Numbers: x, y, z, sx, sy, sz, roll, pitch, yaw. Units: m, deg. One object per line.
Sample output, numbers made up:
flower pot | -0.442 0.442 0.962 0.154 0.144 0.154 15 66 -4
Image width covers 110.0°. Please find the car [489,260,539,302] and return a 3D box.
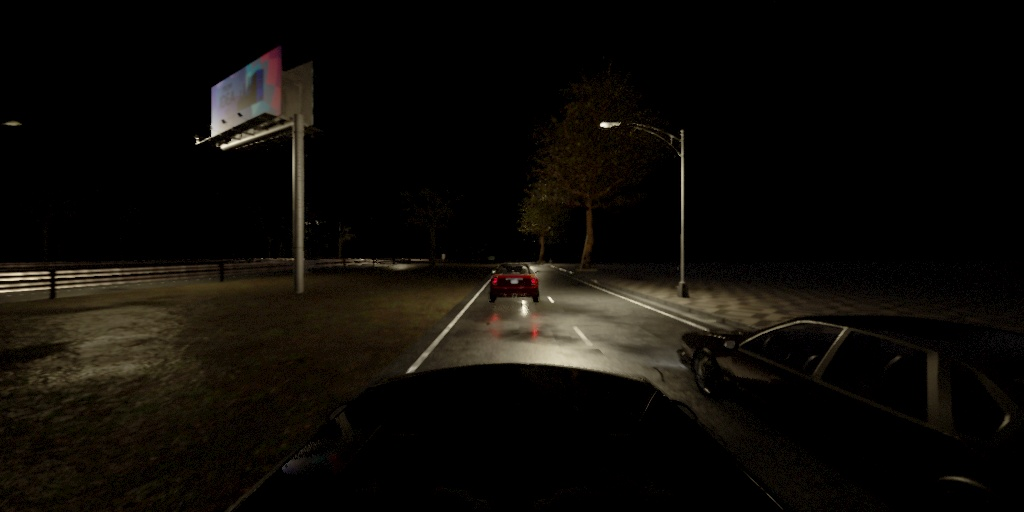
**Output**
car | 0.099 1.073 16.772 2.097 1.767 4.553 0 0 0

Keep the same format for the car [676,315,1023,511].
car | 3.602 1.296 3.383 2.033 1.411 5.357 0 0 0
